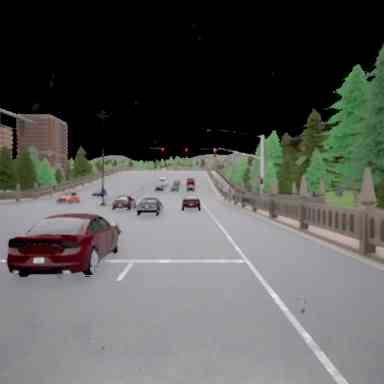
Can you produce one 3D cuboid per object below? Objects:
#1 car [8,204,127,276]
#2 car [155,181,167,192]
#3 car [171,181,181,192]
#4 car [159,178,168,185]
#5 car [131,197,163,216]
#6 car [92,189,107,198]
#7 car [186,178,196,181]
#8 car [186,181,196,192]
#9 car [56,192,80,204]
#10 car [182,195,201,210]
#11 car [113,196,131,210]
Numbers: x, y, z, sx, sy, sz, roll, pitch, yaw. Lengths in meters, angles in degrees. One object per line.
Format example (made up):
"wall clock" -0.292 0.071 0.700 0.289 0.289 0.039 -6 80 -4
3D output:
"car" -3.458 1.359 9.975 1.882 1.535 5.008 0 1 0
"car" -7.287 -0.921 74.555 1.837 1.490 4.892 0 7 0
"car" -3.787 -0.834 74.144 2.033 1.411 5.357 0 7 0
"car" -7.281 -2.653 84.546 2.150 2.045 5.566 0 8 0
"car" -3.544 1.211 28.550 2.033 1.411 5.357 0 1 0
"car" -17.798 0.143 64.157 1.882 1.535 5.008 0 5 0
"car" -0.281 -2.652 84.542 2.150 2.045 5.566 0 8 0
"car" -0.287 -0.920 74.551 1.837 1.490 4.892 0 7 0
"car" -17.810 0.781 47.777 2.097 1.767 4.553 0 1 0
"car" -0.078 1.061 35.537 1.882 1.535 5.008 0 1 0
"car" -7.088 1.114 34.967 1.812 1.442 4.674 0 1 0
